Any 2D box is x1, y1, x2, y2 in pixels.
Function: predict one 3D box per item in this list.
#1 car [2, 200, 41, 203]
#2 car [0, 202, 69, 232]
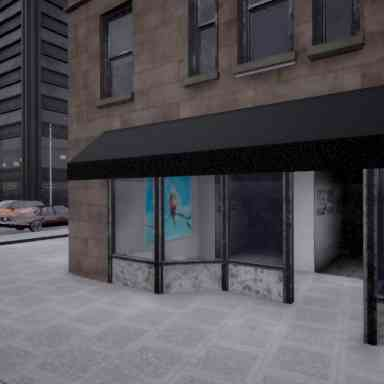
[{"bbox_3d":[-11.369,1.311,21.013,2.097,1.767,4.553,0,0,35],"label":"car"},{"bbox_3d":[-8.451,1.491,19.765,2.033,1.411,5.357,0,0,35],"label":"car"}]
